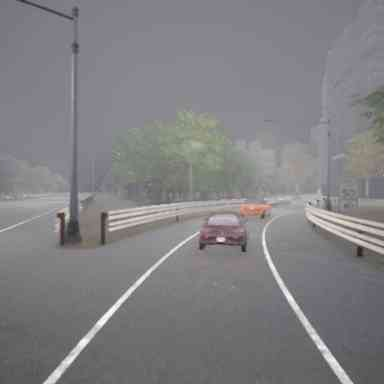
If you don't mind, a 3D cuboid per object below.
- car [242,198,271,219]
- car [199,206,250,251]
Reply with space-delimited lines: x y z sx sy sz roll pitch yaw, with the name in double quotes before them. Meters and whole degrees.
"car" 5.765 1.372 29.754 2.097 1.767 4.553 1 0 21
"car" 1.433 1.533 14.200 1.812 1.442 4.674 0 0 10
